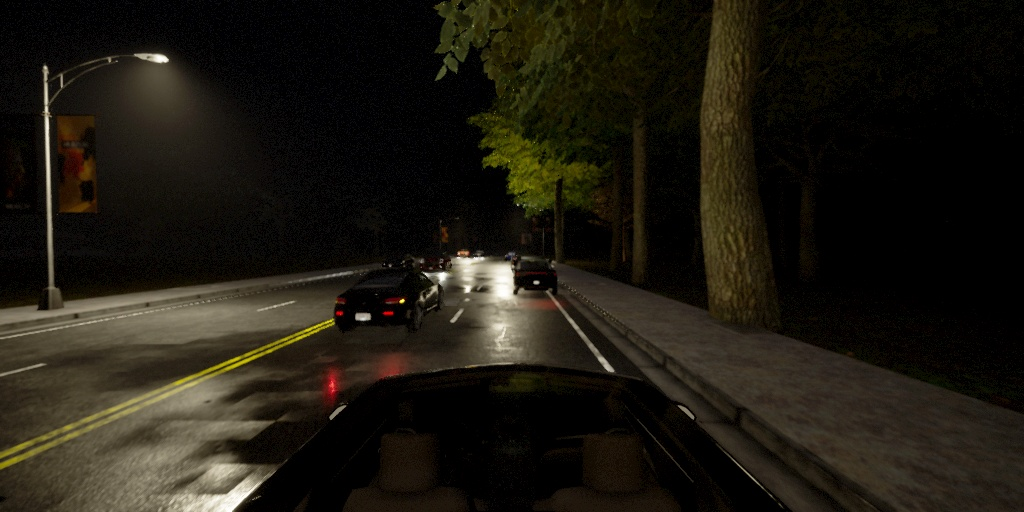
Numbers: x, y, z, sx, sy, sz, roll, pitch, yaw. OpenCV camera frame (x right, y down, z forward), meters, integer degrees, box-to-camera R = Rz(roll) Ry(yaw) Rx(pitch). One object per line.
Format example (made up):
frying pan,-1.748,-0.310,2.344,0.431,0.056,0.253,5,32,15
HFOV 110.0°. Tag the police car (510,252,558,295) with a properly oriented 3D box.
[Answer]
police car,0.973,0.792,16.883,1.930,1.638,5.238,0,1,0

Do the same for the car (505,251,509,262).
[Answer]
car,0.006,0.102,51.395,1.994,1.385,4.181,0,1,0

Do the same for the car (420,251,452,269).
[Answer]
car,-6.598,0.367,31.366,2.097,1.767,4.553,0,1,0

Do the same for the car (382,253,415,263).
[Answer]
car,-9.847,0.520,31.383,1.837,1.490,4.892,0,1,0

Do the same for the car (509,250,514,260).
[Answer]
car,0.971,0.334,32.737,2.097,1.767,4.553,0,1,0

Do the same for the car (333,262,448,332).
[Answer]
car,-3.164,1.066,9.900,1.812,1.442,4.674,0,1,0
